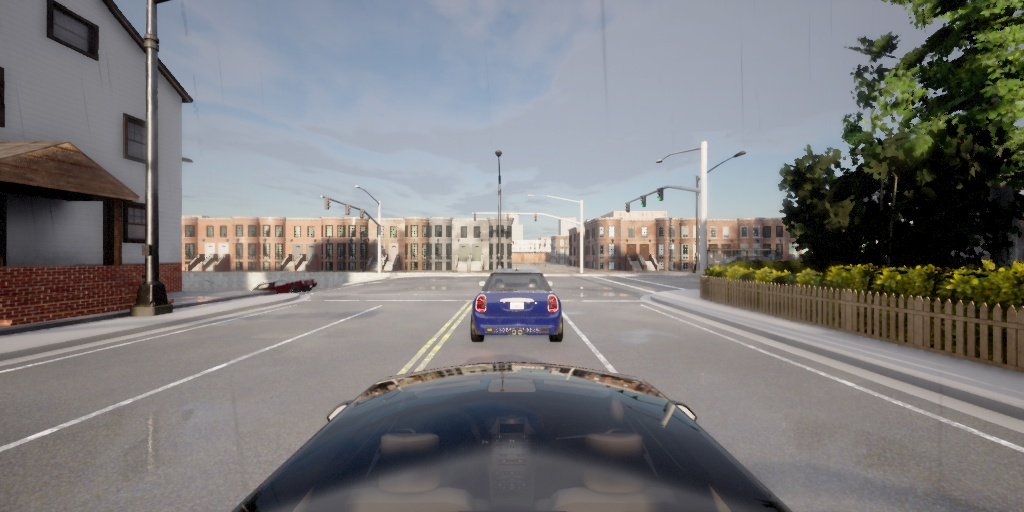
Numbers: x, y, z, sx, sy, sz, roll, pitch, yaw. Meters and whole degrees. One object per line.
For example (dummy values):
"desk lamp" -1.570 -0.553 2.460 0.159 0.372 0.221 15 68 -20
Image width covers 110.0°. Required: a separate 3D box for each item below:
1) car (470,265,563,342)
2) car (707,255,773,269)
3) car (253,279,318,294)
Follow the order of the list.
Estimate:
"car" 0.109 1.102 9.928 2.097 1.767 4.553 0 0 0
"car" 18.735 0.971 29.643 5.566 2.045 2.150 0 0 0
"car" -16.697 2.380 25.809 4.718 1.301 1.895 -13 1 0
